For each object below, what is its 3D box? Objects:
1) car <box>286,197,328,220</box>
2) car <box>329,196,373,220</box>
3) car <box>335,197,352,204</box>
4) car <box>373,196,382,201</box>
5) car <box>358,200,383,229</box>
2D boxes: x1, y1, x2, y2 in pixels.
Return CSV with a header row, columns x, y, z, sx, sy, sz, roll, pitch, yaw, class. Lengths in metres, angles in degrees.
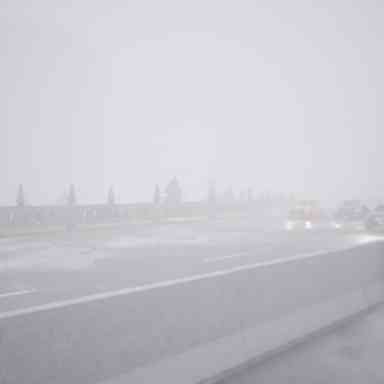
x,y,z,sx,sy,sz,roll,pitch,yaw,class
9.864,1.404,28.919,2.097,1.767,4.553,0,0,37,car
13.271,1.391,27.615,2.097,1.767,4.553,0,0,36,car
29.855,1.655,65.631,1.895,1.301,4.718,0,0,10,car
31.757,1.561,58.136,1.837,1.490,4.892,0,0,16,car
12.346,1.514,20.829,2.128,1.511,4.902,0,0,40,car
